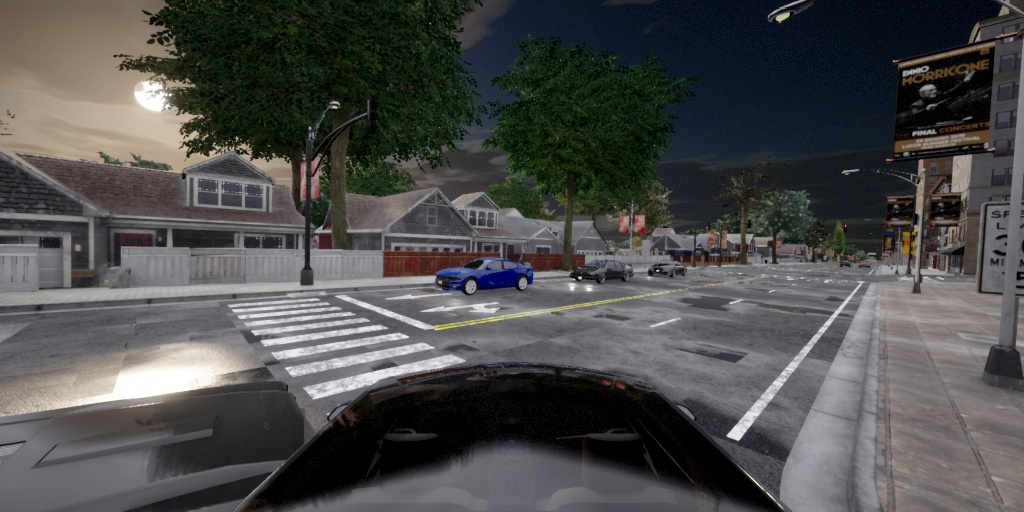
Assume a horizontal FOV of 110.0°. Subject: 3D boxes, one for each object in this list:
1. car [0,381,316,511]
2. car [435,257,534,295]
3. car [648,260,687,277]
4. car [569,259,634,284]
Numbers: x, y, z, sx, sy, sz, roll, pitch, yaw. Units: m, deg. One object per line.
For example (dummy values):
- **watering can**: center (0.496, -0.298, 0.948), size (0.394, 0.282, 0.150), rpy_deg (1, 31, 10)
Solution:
- **car**: center (-3.309, 1.292, 1.257), size (4.718, 1.301, 1.895), rpy_deg (1, 2, -34)
- **car**: center (-1.144, 0.821, 16.447), size (5.008, 1.535, 1.882), rpy_deg (0, 2, -44)
- **car**: center (13.192, 1.015, 30.317), size (4.181, 1.385, 1.994), rpy_deg (0, 2, -44)
- **car**: center (6.008, 0.943, 23.381), size (5.357, 1.411, 2.033), rpy_deg (0, 2, -44)
